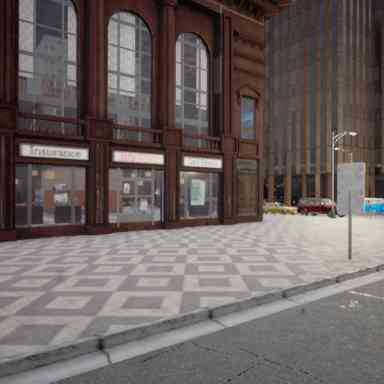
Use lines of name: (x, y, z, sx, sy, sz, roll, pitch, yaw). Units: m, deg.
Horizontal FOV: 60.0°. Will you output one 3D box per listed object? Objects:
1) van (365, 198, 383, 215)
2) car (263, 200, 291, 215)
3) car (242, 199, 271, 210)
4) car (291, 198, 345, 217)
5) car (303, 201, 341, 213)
van: (19.673, 1.588, 37.597, 1.690, 1.788, 3.998, -1, 0, -35)
car: (9.570, 1.797, 37.136, 1.752, 1.417, 4.829, 0, 0, -35)
car: (9.956, 1.890, 51.388, 1.967, 1.590, 4.097, -1, 0, -35)
car: (12.710, 1.521, 32.679, 2.192, 1.841, 5.009, 0, 0, -35)
car: (16.437, 1.896, 42.193, 1.802, 1.307, 4.206, -1, 0, -35)
